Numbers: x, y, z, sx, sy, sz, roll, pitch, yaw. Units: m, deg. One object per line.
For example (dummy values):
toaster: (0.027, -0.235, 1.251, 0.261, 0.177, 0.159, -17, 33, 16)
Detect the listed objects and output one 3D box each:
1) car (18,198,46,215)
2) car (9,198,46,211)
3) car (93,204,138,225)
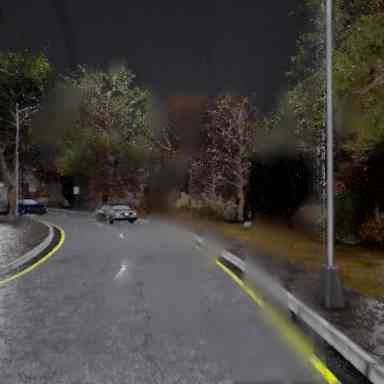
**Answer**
car: (-15.768, 1.388, 31.810, 5.008, 1.535, 1.882, 1, 0, 43)
car: (-18.790, 1.384, 37.928, 4.718, 1.301, 1.895, 2, 1, 38)
car: (-5.790, 1.566, 24.738, 2.033, 1.411, 5.357, 0, 0, -32)
